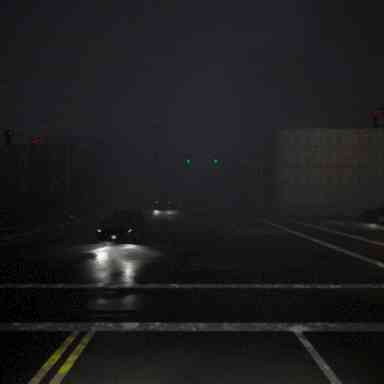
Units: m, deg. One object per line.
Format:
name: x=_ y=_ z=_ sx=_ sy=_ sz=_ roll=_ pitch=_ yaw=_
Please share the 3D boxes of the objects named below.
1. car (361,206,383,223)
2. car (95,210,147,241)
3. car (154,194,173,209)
car: x=16.277 y=1.666 z=26.685 sx=5.008 sy=1.535 sz=1.882 roll=0 pitch=0 yaw=0
car: x=-3.516 y=1.673 z=17.629 sx=2.033 sy=1.411 sz=5.357 roll=0 pitch=0 yaw=0
car: x=-3.538 y=1.141 z=42.224 sx=2.097 sy=1.767 sz=4.553 roll=0 pitch=5 yaw=0
